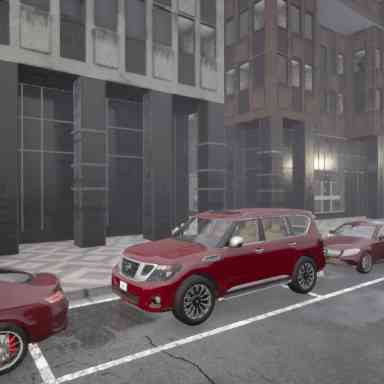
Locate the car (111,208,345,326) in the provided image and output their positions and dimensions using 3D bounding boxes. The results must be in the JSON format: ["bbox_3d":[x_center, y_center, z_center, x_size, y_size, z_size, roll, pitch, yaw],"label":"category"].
[{"bbox_3d":[0.853,1.315,7.252,5.009,1.841,2.192,0,0,-35],"label":"car"}]

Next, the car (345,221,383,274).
[{"bbox_3d":[5.420,1.581,10.496,4.206,1.307,1.802,0,0,-35],"label":"car"}]

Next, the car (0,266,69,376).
[{"bbox_3d":[-3.714,1.582,4.006,4.206,1.307,1.802,0,0,-35],"label":"car"}]
